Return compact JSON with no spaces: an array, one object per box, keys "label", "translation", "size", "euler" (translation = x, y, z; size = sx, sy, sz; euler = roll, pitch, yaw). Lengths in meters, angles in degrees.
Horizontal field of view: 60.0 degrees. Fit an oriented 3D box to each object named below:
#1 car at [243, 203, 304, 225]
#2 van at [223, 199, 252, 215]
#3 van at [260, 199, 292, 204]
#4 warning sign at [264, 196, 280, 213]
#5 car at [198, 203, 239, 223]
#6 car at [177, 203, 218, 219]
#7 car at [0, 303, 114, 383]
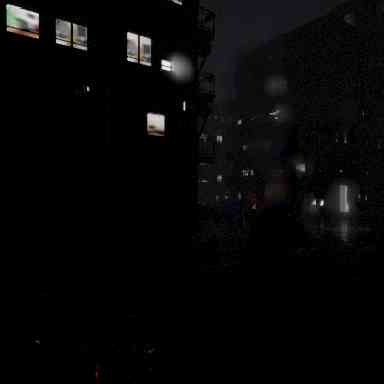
[{"label":"car","translation":[6.486,1.824,26.511],"size":[1.895,1.301,4.718],"euler":[0,-1,-37]},{"label":"van","translation":[5.096,1.676,38.095],"size":[1.690,1.788,3.998],"euler":[-1,0,-36]},{"label":"van","translation":[8.424,1.602,33.589],"size":[1.690,1.788,3.998],"euler":[-1,0,-36]},{"label":"warning sign","translation":[8.906,1.400,36.979],"size":[1.300,1.860,1.060],"euler":[1,0,-36]},{"label":"car","translation":[1.699,1.874,28.653],"size":[1.802,1.307,4.206],"euler":[-1,0,-36]},{"label":"car","translation":[0.483,1.881,34.646],"size":[1.812,1.442,4.674],"euler":[0,-1,-37]},{"label":"car","translation":[-2.849,1.507,1.647],"size":[4.892,1.490,1.837],"euler":[1,0,-36]}]
